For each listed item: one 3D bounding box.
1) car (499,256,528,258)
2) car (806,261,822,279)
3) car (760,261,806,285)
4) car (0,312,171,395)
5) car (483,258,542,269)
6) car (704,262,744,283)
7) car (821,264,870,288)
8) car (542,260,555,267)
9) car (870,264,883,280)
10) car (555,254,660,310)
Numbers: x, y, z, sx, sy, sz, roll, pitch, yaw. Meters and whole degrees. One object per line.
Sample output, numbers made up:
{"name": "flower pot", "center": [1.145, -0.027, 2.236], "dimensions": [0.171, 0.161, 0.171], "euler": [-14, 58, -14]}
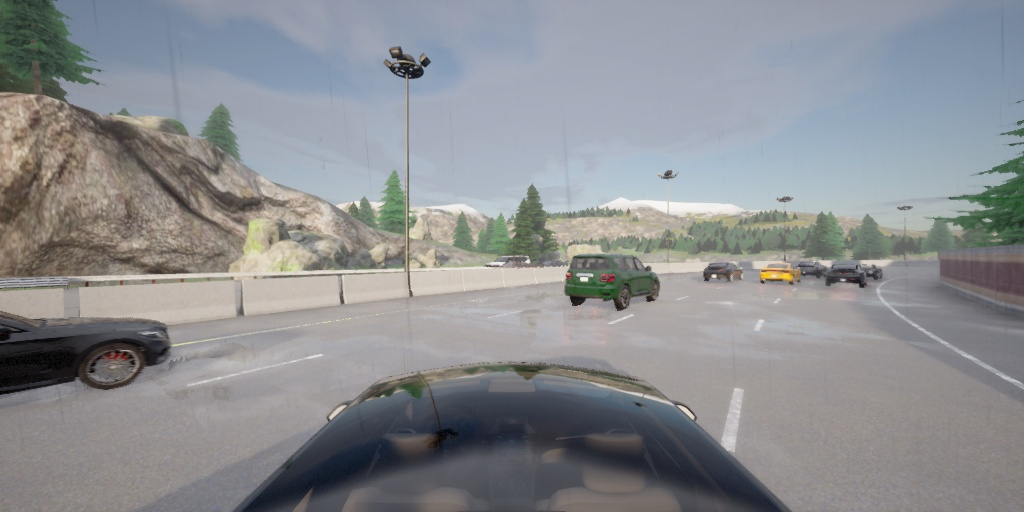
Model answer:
{"name": "car", "center": [-0.367, 0.971, 36.298], "dimensions": [2.150, 2.045, 5.566], "euler": [0, 0, 44]}
{"name": "car", "center": [27.713, 1.241, 33.200], "dimensions": [4.902, 1.511, 2.128], "euler": [0, 0, -39]}
{"name": "car", "center": [19.769, 1.228, 26.330], "dimensions": [5.008, 1.535, 1.882], "euler": [0, 0, -44]}
{"name": "car", "center": [-7.521, 1.275, 4.528], "dimensions": [1.812, 1.442, 4.674], "euler": [0, 0, 33]}
{"name": "car", "center": [0.094, 1.227, 31.668], "dimensions": [1.882, 1.535, 5.008], "euler": [0, 0, 43]}
{"name": "car", "center": [16.818, 1.252, 28.387], "dimensions": [4.892, 1.490, 1.837], "euler": [1, -1, -44]}
{"name": "car", "center": [22.490, 1.255, 24.088], "dimensions": [4.892, 1.490, 1.837], "euler": [0, 0, -43]}
{"name": "car", "center": [5.073, 1.297, 46.365], "dimensions": [5.357, 1.411, 2.033], "euler": [0, 0, -42]}
{"name": "car", "center": [30.434, 1.351, 30.917], "dimensions": [4.718, 1.301, 1.895], "euler": [0, 0, -39]}
{"name": "car", "center": [4.307, 0.966, 14.948], "dimensions": [2.150, 2.045, 5.566], "euler": [0, -1, 40]}
